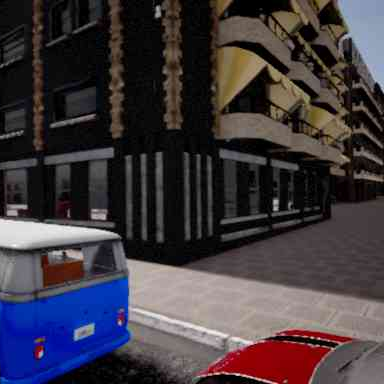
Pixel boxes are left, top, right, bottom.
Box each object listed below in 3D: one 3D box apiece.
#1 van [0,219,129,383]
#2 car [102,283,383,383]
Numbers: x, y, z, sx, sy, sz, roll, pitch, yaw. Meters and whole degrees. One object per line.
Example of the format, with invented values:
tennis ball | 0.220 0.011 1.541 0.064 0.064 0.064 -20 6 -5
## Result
van | -2.717 1.332 4.821 3.998 1.788 1.690 0 -1 35
car | 1.690 1.441 1.688 4.097 1.590 1.967 0 -1 35
